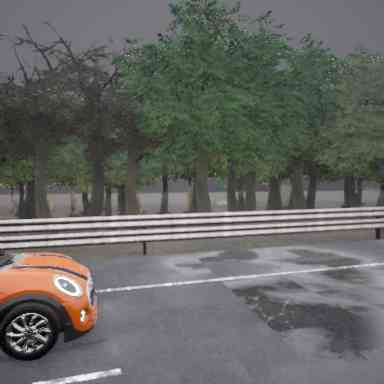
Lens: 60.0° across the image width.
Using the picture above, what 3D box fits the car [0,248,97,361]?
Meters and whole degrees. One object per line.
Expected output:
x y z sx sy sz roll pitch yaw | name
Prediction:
-3.786 1.360 4.923 4.553 1.767 2.097 -1 1 -17 | car
